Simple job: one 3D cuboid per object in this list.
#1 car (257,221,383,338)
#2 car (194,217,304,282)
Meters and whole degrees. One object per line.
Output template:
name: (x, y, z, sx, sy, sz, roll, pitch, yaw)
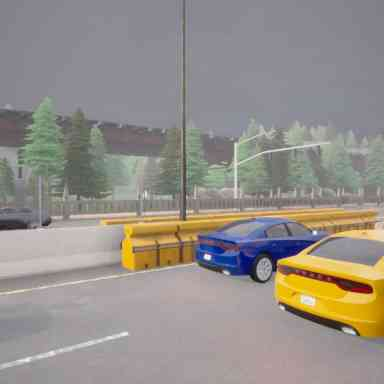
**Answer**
car: (3.762, 1.478, 6.441, 5.008, 1.535, 1.882, 0, 0, -35)
car: (2.399, 1.478, 9.770, 5.008, 1.535, 1.882, 0, 0, -36)
